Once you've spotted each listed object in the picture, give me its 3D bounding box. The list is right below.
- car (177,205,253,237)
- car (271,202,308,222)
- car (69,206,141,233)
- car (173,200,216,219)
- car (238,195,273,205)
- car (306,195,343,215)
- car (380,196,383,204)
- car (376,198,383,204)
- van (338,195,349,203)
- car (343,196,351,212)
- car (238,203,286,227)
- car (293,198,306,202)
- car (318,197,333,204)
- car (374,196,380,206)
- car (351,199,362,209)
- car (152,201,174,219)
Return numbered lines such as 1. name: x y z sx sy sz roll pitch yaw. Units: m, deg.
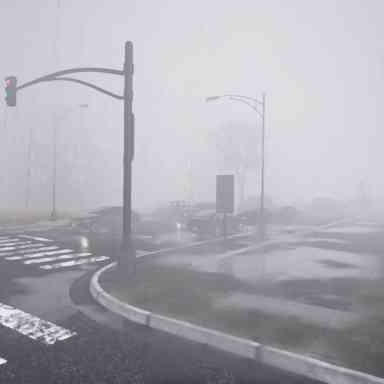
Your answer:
1. car: 1.449 1.696 19.077 2.008 1.369 4.403 1 0 36
2. car: 7.939 1.779 27.911 1.802 1.307 4.206 1 0 36
3. car: -5.108 1.564 20.147 1.812 1.442 4.674 1 0 36
4. car: 0.894 1.591 28.311 1.837 1.490 4.892 1 0 36
5. car: 7.135 1.358 36.784 2.150 2.045 5.566 1 0 36
6. car: 15.151 1.569 37.796 2.192 1.841 5.009 1 0 36
7. car: 41.380 1.784 73.629 2.192 1.841 5.009 1 0 36
8. car: 44.664 2.047 78.102 2.008 1.369 4.403 1 0 36
9. van: 37.912 1.707 83.063 1.690 1.788 3.998 1 0 36
10. car: 18.410 1.721 42.289 1.967 1.590 4.097 1 0 36
11. car: 4.695 1.737 23.495 1.947 1.339 4.313 1 0 36
12. car: 18.087 1.727 56.088 1.752 1.417 4.829 1 0 36
13. car: 28.049 1.849 69.643 1.947 1.339 4.313 1 0 36
14. car: 34.903 1.941 64.820 1.752 1.417 4.829 1 0 36
15. car: 24.942 1.774 51.264 1.967 1.590 4.097 1 0 36
16. car: -1.637 1.481 29.463 1.967 1.590 4.097 1 0 36
